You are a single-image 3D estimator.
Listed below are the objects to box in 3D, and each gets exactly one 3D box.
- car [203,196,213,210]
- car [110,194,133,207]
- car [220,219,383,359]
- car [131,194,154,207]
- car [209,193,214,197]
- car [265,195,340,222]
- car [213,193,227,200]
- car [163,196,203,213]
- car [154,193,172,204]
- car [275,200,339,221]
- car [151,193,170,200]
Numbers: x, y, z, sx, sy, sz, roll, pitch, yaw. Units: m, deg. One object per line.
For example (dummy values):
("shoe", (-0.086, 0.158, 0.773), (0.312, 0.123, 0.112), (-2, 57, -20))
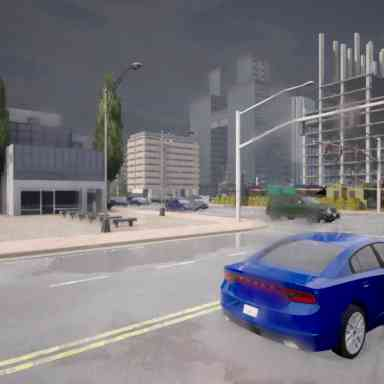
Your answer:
("car", (0.217, 1.564, 41.393), (1.994, 1.385, 4.181), (0, 0, -36))
("car", (-11.471, 1.504, 51.493), (1.837, 1.490, 4.892), (0, 0, -36))
("car", (2.744, 1.478, 6.100), (5.008, 1.535, 1.882), (0, 0, -38))
("car", (-8.374, 1.527, 53.190), (1.812, 1.442, 4.674), (0, 1, -36))
("car", (5.279, 1.156, 71.640), (3.866, 1.878, 1.905), (0, 0, -38))
("car", (8.037, 1.222, 24.751), (2.150, 2.045, 5.566), (0, 0, -36))
("car", (7.037, 1.395, 69.339), (3.806, 1.475, 1.970), (0, 0, -38))
("car", (-1.202, 1.526, 37.404), (1.812, 1.442, 4.674), (0, 0, -36))
("car", (-6.249, 1.352, 62.455), (2.097, 1.767, 4.553), (0, 0, -36))
("car", (9.692, 1.492, 28.419), (2.128, 1.511, 4.902), (0, 0, -36))
("car", (-8.451, 1.153, 89.487), (4.605, 1.855, 1.932), (0, 0, -38))
